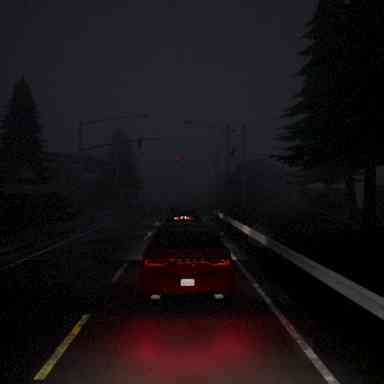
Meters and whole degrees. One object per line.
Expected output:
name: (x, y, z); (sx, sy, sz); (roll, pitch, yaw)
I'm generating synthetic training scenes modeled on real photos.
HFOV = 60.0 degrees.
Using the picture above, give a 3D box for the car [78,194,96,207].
car: (-16.163, 1.281, 51.506); (1.905, 1.878, 3.866); (0, 0, -3)

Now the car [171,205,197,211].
car: (-0.477, 1.494, 18.860); (1.837, 1.490, 4.892); (0, 0, -2)

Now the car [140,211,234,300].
car: (-0.152, 1.472, 8.453); (1.882, 1.535, 5.008); (0, 0, -2)

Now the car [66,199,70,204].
car: (-22.005, 1.446, 55.597); (2.242, 1.667, 4.611); (0, 0, -3)
